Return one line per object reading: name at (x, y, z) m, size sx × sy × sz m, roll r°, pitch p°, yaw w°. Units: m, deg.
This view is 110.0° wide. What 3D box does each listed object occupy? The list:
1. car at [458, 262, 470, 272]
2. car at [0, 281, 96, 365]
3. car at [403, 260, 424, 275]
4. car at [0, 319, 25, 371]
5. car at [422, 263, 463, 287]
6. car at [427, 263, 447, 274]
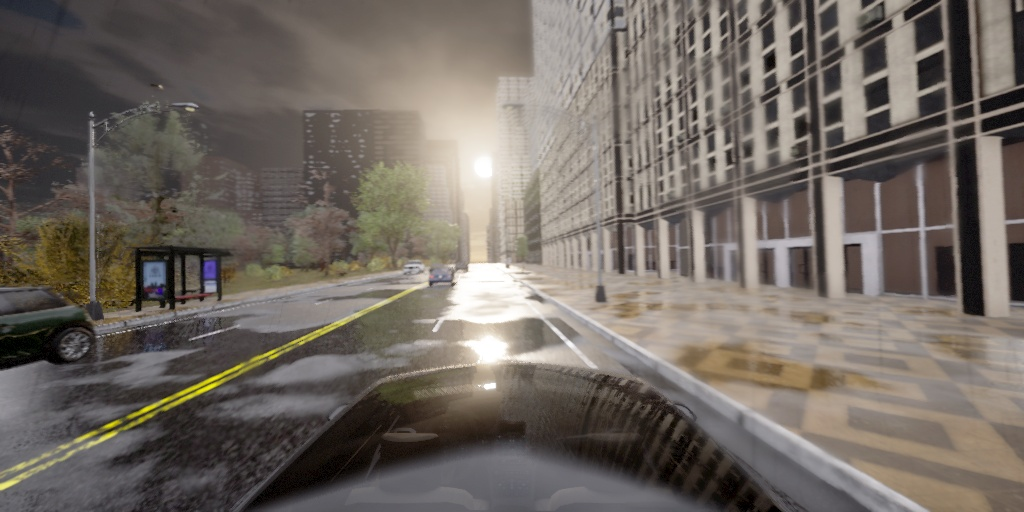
car at (-7.337, 1.611, 53.262) m, size 2.128 × 1.511 × 4.902 m, roll -2°, pitch 0°, yaw -5°
car at (-10.051, 1.383, 5.824) m, size 2.097 × 1.767 × 4.553 m, roll -2°, pitch 0°, yaw -5°
car at (-13.736, 1.584, 50.569) m, size 2.150 × 2.045 × 5.566 m, roll -2°, pitch 0°, yaw -5°
car at (-6.408, 1.474, 1.358) m, size 2.033 × 1.411 × 5.357 m, roll -2°, pitch 0°, yaw -5°
car at (-5.123, 1.487, 27.080) m, size 2.033 × 1.411 × 5.357 m, roll -2°, pitch 0°, yaw -5°
car at (-10.469, 1.740, 50.542) m, size 2.033 × 1.411 × 5.357 m, roll -2°, pitch 0°, yaw -5°
